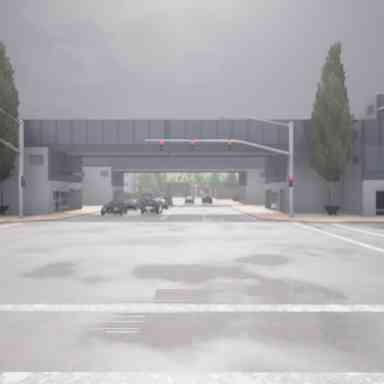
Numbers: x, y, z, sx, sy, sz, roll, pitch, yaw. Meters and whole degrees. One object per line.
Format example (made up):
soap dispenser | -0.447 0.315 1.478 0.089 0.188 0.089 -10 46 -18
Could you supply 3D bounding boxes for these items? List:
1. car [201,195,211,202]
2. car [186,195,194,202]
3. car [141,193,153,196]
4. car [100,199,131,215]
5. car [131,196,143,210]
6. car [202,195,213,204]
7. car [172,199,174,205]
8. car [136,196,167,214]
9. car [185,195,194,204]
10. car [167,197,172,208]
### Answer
car | 3.094 1.477 74.402 2.128 1.511 4.902 0 0 0
car | -0.405 1.439 74.497 1.882 1.535 5.008 0 0 0
car | -7.608 1.255 56.029 2.150 2.045 5.566 0 0 0
car | -7.765 1.583 33.503 1.994 1.385 4.181 0 0 1
car | -7.709 1.571 42.704 2.033 1.411 5.357 0 0 0
car | 3.033 1.541 65.014 1.837 1.490 4.892 0 0 0
car | -4.116 1.534 55.110 1.837 1.490 4.892 0 0 1
car | -4.240 1.511 35.533 2.128 1.511 4.902 0 0 2
car | -0.468 1.584 64.810 2.033 1.411 5.357 0 0 0
car | -4.194 1.589 44.443 1.994 1.385 4.181 0 0 0
